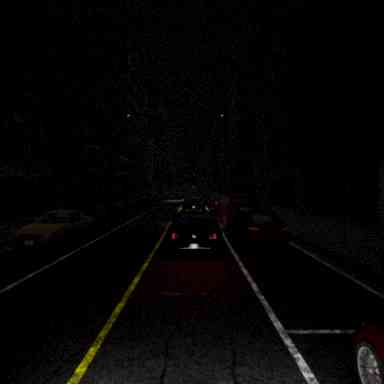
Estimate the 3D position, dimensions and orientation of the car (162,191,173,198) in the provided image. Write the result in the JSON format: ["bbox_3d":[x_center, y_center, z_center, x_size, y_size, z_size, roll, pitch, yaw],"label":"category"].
[{"bbox_3d":[-5.070,0.456,70.280,2.008,1.369,4.403,0,1,0],"label":"car"}]

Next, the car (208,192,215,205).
[{"bbox_3d":[2.774,0.968,30.479,1.967,1.590,4.097,0,1,0],"label":"car"}]

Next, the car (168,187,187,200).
[{"bbox_3d":[-2.540,0.311,58.559,2.150,2.045,5.566,0,1,1],"label":"car"}]

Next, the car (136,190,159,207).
[{"bbox_3d":[-5.225,0.754,36.190,2.192,1.841,5.009,0,1,0],"label":"car"}]

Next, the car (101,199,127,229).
[{"bbox_3d":[-5.303,1.271,19.151,1.947,1.339,4.313,0,1,0],"label":"car"}]

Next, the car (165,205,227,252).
[{"bbox_3d":[0.097,1.404,12.820,1.895,1.301,4.718,0,1,1],"label":"car"}]

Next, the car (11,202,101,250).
[{"bbox_3d":[-5.329,1.321,13.299,1.752,1.417,4.829,0,1,0],"label":"car"}]

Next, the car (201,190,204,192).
[{"bbox_3d":[2.877,0.740,53.203,1.947,1.339,4.313,0,1,0],"label":"car"}]

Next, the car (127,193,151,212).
[{"bbox_3d":[-5.251,1.094,30.513,1.947,1.339,4.313,0,1,0],"label":"car"}]

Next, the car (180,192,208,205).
[{"bbox_3d":[0.186,1.020,29.585,1.882,1.535,5.008,0,1,1],"label":"car"}]

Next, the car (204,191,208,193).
[{"bbox_3d":[2.826,0.902,41.842,2.008,1.369,4.403,0,1,0],"label":"car"}]

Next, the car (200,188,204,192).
[{"bbox_3d":[2.930,0.518,64.733,1.752,1.417,4.829,0,1,0],"label":"car"}]

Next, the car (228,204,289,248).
[{"bbox_3d":[2.697,1.376,13.440,1.802,1.307,4.206,0,1,0],"label":"car"}]

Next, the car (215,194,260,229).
[{"bbox_3d":[2.723,1.020,19.116,2.192,1.841,5.009,0,1,0],"label":"car"}]

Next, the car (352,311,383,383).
[{"bbox_3d":[2.645,1.549,2.078,1.802,1.307,4.206,0,1,0],"label":"car"}]

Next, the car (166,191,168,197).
[{"bbox_3d":[-5.096,0.577,64.599,1.802,1.307,4.206,0,1,0],"label":"car"}]

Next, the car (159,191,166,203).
[{"bbox_3d":[-5.173,0.702,47.554,1.967,1.590,4.097,0,1,0],"label":"car"}]
